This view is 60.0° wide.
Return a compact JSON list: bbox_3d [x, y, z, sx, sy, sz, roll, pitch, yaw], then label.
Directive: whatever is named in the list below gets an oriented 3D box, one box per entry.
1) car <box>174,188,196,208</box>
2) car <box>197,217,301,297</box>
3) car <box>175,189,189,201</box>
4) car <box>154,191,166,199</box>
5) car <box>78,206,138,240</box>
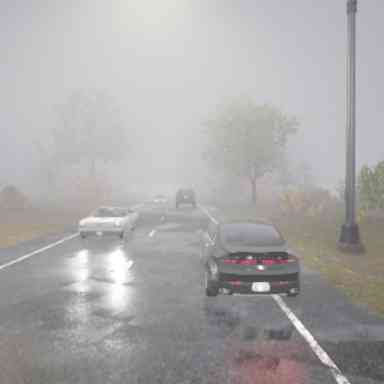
[{"bbox_3d":[-0.709,0.612,36.194,2.150,2.045,5.566,0,1,-2],"label":"car"},{"bbox_3d":[1.176,1.368,8.224,1.837,1.490,4.892,0,1,-1],"label":"car"},{"bbox_3d":[-1.639,0.423,54.279,2.097,1.767,4.553,0,1,-3],"label":"car"},{"bbox_3d":[-5.495,0.570,58.089,1.994,1.385,4.181,0,1,-3],"label":"car"},{"bbox_3d":[-3.769,1.343,15.635,1.895,1.301,4.718,0,1,-1],"label":"car"}]
